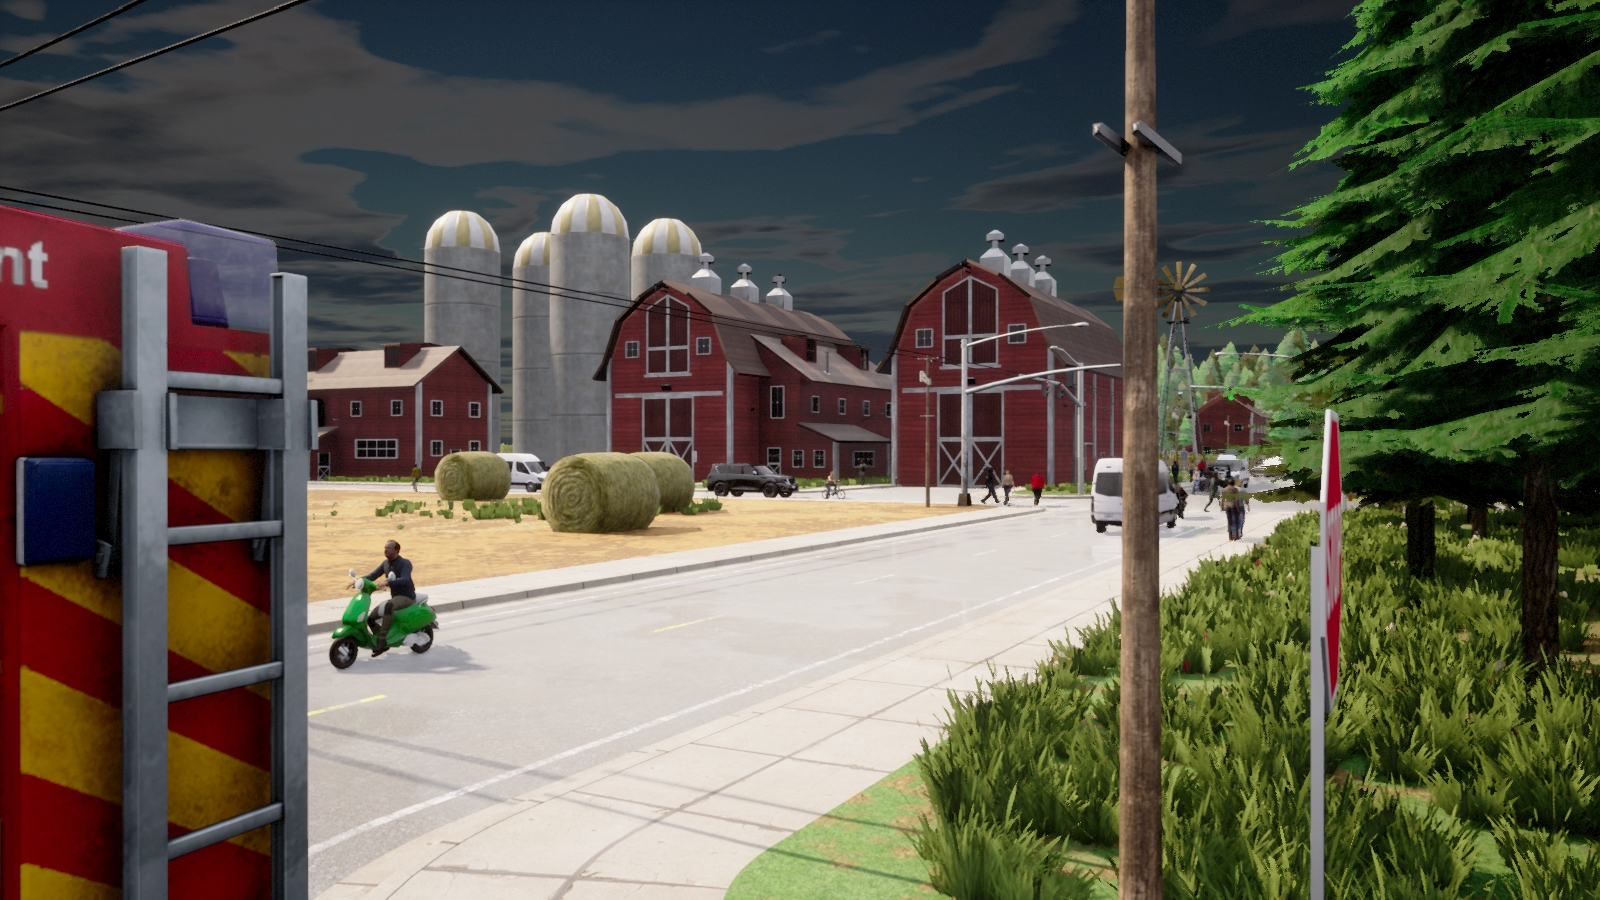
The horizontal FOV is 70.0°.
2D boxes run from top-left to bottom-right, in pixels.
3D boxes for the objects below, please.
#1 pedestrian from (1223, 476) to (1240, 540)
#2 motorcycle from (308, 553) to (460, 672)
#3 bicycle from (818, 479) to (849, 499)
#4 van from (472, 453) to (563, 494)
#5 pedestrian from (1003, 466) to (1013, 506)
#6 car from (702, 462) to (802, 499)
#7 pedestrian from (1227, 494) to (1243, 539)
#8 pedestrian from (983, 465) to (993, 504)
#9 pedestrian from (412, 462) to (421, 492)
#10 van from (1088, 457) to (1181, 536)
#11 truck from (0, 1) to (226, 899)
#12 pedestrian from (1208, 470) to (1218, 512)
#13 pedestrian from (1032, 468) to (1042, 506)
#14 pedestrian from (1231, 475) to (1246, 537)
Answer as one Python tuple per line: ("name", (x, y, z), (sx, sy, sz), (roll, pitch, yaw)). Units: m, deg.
("pedestrian", (12.626, 1.694, 33.455), (0.375, 1.860, 0.375), (0, 0, 36))
("motorcycle", (-5.569, 2.141, 15.405), (0.856, 1.316, 1.805), (0, 0, 28))
("bicycle", (1.898, 2.219, 64.680), (1.487, 1.080, 0.859), (0, 0, 27))
("van", (-18.632, 1.493, 75.264), (5.915, 2.561, 1.988), (0, 1, 27))
("pedestrian", (9.726, 1.692, 53.392), (0.375, 1.860, 0.375), (0, 0, 27))
("car", (-2.830, 1.751, 67.118), (5.566, 2.045, 2.150), (0, 0, 27))
("pedestrian", (12.995, 1.975, 34.146), (0.375, 1.300, 0.375), (0, 0, 32))
("pedestrian", (9.110, 1.670, 55.297), (0.375, 1.860, 0.375), (0, 0, 25))
("pedestrian", (-23.543, 1.667, 70.097), (0.375, 1.860, 0.375), (0, 0, 45))
("van", (11.950, 1.534, 40.506), (1.988, 2.561, 5.915), (0, 0, 28))
("truck", (-6.122, 0.864, 3.572), (8.468, 3.827, 2.891), (0, 0, 22))
("pedestrian", (18.511, 1.840, 51.190), (0.375, 1.860, 0.375), (0, 0, 25))
("pedestrian", (11.816, 1.825, 56.945), (0.375, 1.860, 0.375), (0, 0, 25))
("pedestrian", (13.374, 1.693, 34.852), (0.375, 1.860, 0.375), (0, 0, 29))
